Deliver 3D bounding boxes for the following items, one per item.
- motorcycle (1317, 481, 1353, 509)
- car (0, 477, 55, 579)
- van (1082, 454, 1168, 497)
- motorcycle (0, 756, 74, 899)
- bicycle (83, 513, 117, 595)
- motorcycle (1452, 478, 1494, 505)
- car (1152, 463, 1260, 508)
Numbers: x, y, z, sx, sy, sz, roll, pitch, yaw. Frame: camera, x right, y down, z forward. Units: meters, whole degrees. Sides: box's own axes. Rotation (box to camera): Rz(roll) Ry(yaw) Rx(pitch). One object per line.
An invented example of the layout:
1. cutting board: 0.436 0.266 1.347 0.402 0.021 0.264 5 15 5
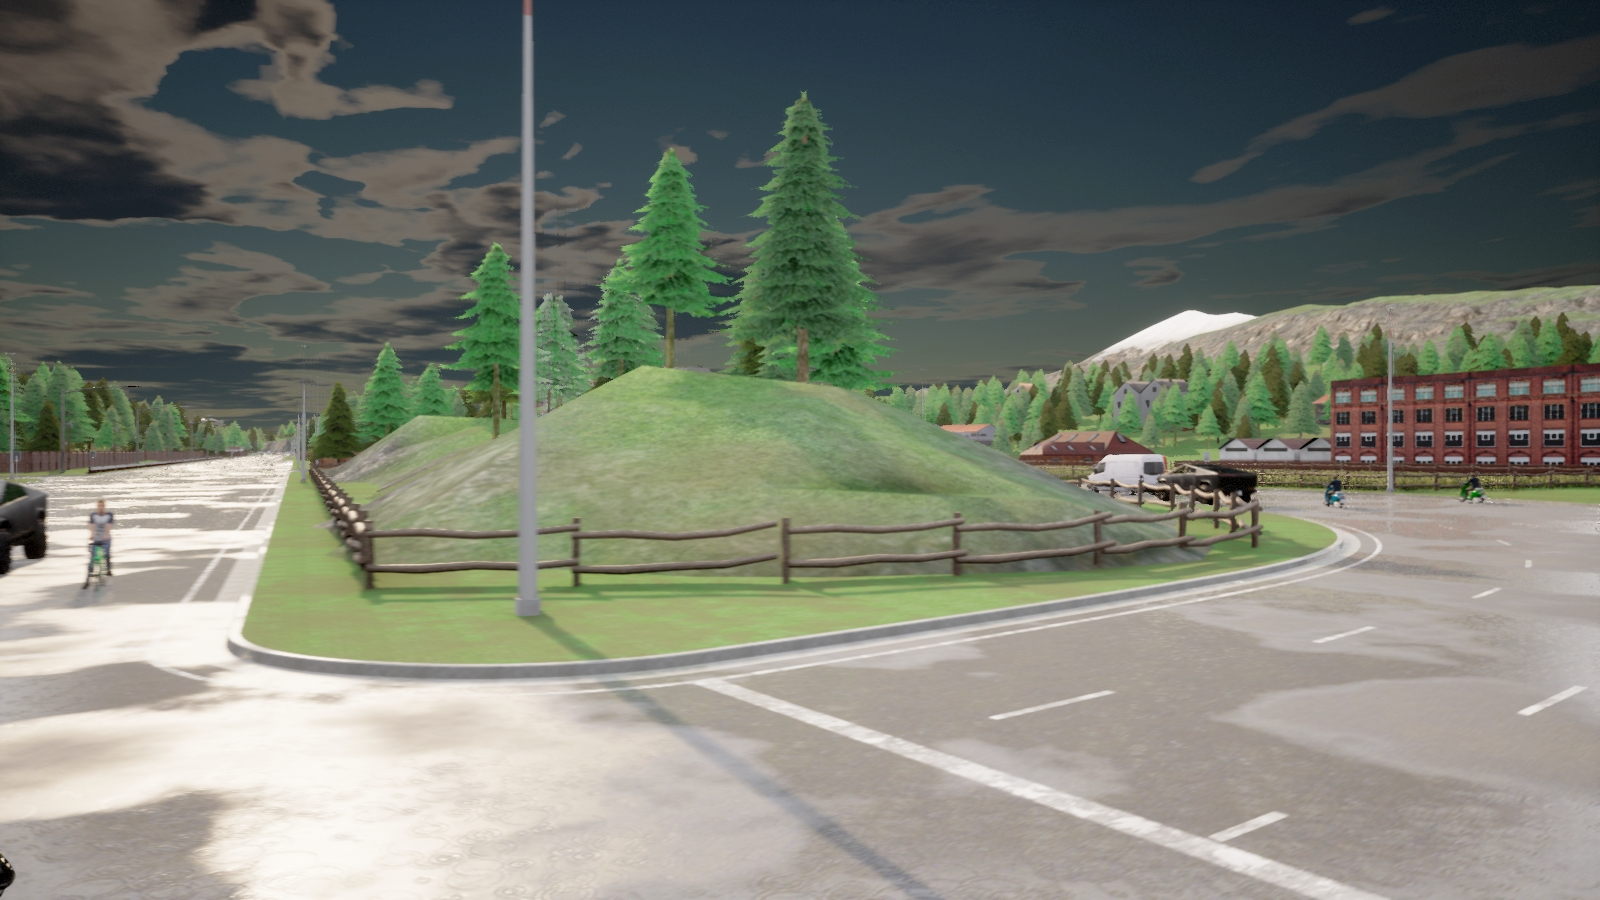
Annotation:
1. motorcycle: 25.789 2.162 55.102 0.856 1.316 1.805 0 0 -2
2. car: -19.764 1.762 27.223 2.390 2.098 6.274 0 0 -24
3. van: 20.509 1.560 72.366 1.988 2.561 5.915 0 0 -22
4. motorcycle: -4.461 2.207 4.923 2.209 1.251 0.867 0 0 -35
5. bicycle: -14.100 2.063 23.034 0.373 1.496 1.643 0 0 -24
6. motorcycle: 35.419 2.164 60.160 0.856 1.316 1.805 -2 0 -11
7. car: 20.929 1.775 59.241 2.390 2.098 6.274 0 0 -12
